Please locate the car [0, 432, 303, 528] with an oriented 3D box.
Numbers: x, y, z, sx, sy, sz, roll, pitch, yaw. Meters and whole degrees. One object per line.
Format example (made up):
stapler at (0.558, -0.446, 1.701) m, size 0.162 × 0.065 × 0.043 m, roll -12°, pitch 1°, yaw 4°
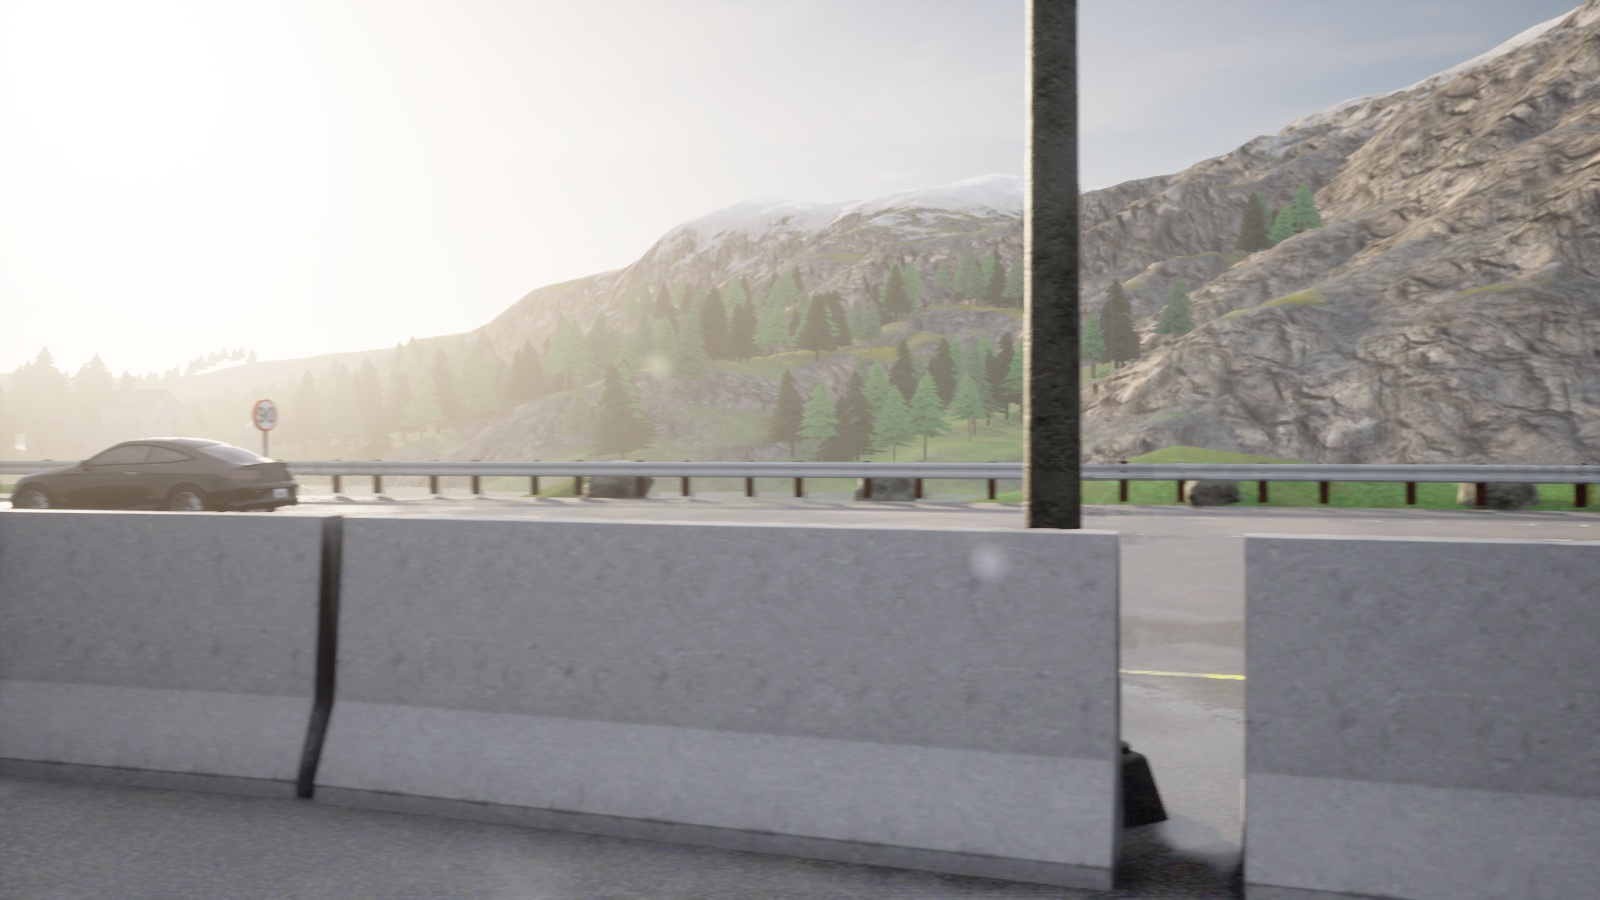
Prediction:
car at (-10.791, 0.441, 20.637) m, size 4.674 × 1.442 × 1.812 m, roll 0°, pitch 1°, yaw 13°
